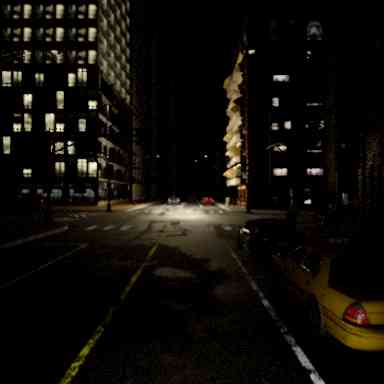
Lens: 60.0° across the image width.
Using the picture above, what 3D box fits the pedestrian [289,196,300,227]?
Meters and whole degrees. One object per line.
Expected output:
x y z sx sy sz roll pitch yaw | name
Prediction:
6.129 1.154 19.963 0.375 1.860 0.375 0 0 0 | pedestrian

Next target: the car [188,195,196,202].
-0.021 1.618 76.523 1.994 1.385 4.181 0 0 0 | car

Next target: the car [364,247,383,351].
2.692 1.316 0.537 2.192 1.841 5.009 0 0 0 | car

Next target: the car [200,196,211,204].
2.672 1.611 66.842 2.008 1.369 4.403 0 0 0 | car

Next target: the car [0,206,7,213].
-17.566 1.024 25.580 5.009 1.841 2.192 1 -1 0 | car

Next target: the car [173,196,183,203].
-3.022 1.593 72.920 2.128 1.511 4.902 0 0 0 | car

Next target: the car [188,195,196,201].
-0.024 1.445 86.526 2.128 1.511 4.902 0 0 0 | car

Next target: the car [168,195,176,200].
-5.717 1.652 95.082 2.008 1.369 4.403 0 0 0 | car

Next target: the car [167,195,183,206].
-3.067 1.400 57.482 2.097 1.767 4.553 0 0 0 | car

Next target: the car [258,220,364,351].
2.690 1.529 6.389 1.752 1.417 4.829 0 0 0 | car

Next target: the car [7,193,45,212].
-17.703 1.048 33.959 5.009 1.841 2.192 1 -1 0 | car

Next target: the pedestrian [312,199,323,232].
7.112 1.313 18.762 0.375 1.860 0.375 0 0 0 | pedestrian

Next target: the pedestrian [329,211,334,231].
8.129 1.329 19.363 0.375 1.860 0.375 0 0 0 | pedestrian

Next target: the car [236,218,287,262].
2.688 1.573 11.902 1.947 1.339 4.313 0 0 0 | car

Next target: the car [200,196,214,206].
2.726 1.626 53.925 1.802 1.307 4.206 0 0 0 | car

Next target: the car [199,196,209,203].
2.671 1.618 72.491 2.008 1.369 4.403 0 0 0 | car

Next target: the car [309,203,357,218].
14.633 1.856 34.245 4.829 1.417 1.752 1 -1 0 | car
